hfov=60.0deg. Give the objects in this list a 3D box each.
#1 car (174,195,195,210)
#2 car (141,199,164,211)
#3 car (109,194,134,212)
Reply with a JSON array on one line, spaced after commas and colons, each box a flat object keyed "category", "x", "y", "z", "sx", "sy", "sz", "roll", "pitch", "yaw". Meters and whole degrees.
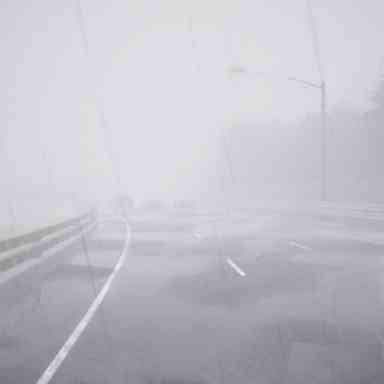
[{"category": "car", "x": -0.981, "y": 1.494, "z": 42.478, "sx": 1.882, "sy": 1.535, "sz": 5.008, "roll": -1, "pitch": 0, "yaw": -15}, {"category": "car", "x": -4.917, "y": 1.556, "z": 41.039, "sx": 2.128, "sy": 1.511, "sz": 4.902, "roll": -1, "pitch": 0, "yaw": -23}, {"category": "car", "x": -8.875, "y": 1.334, "z": 41.593, "sx": 2.150, "sy": 2.045, "sz": 5.566, "roll": 0, "pitch": 0, "yaw": -24}]
